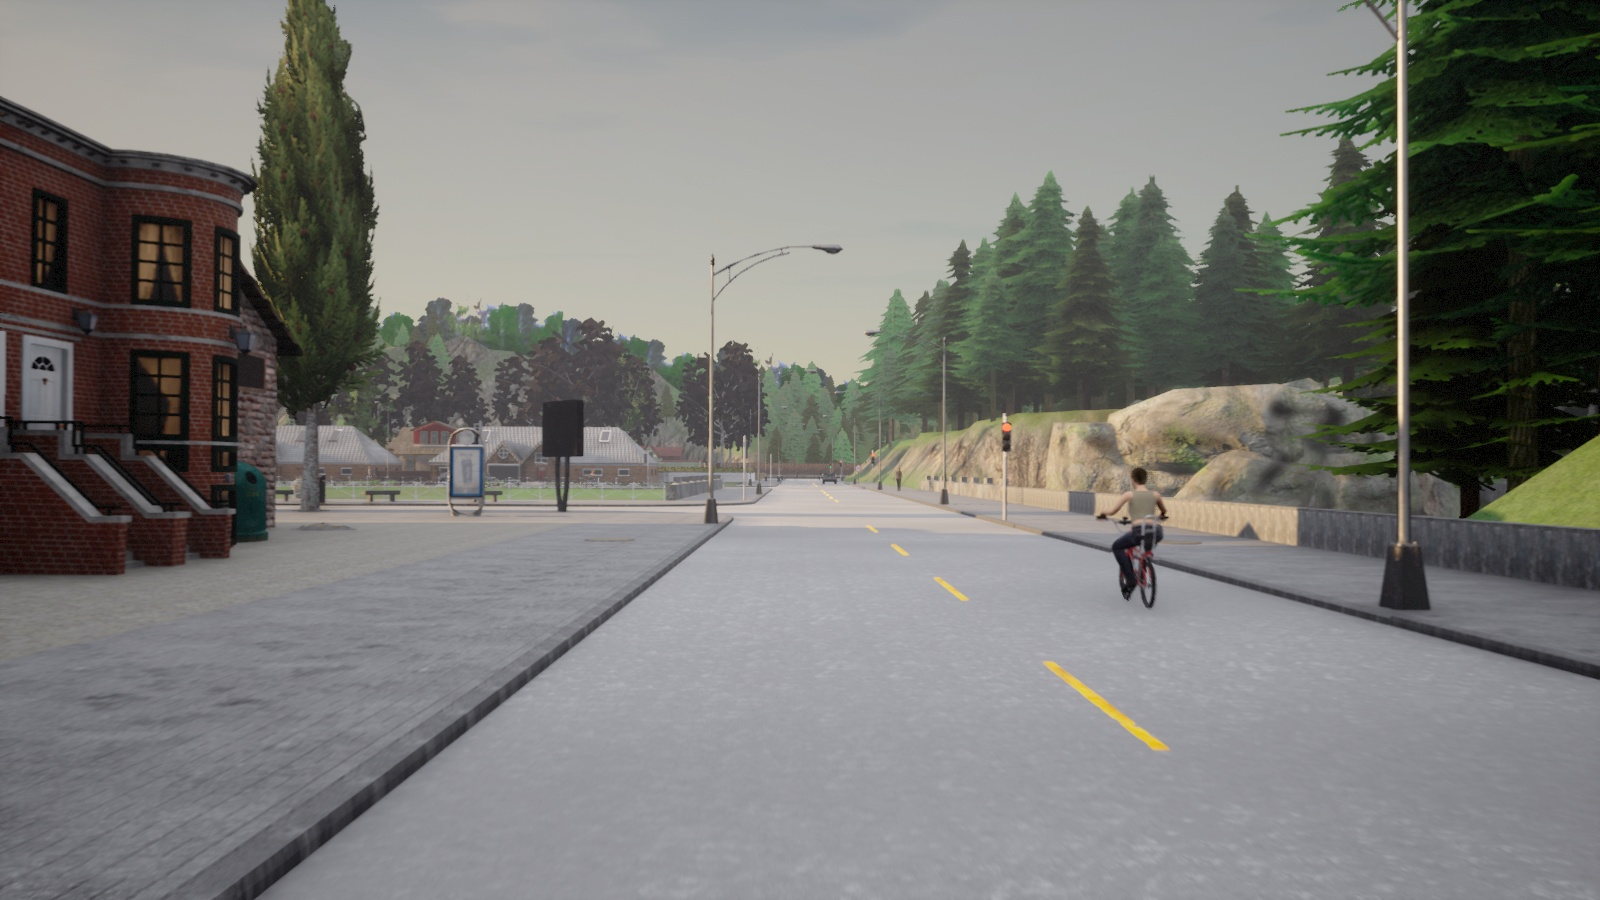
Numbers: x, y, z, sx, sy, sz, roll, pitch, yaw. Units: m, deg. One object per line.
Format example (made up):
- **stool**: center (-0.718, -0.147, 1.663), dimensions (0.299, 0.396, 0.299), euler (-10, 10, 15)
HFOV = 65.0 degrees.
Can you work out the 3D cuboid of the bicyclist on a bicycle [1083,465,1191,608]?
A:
- **bicyclist on a bicycle**: center (3.966, 0.985, 14.905), dimensions (0.866, 1.612, 1.509), euler (0, -1, 0)
